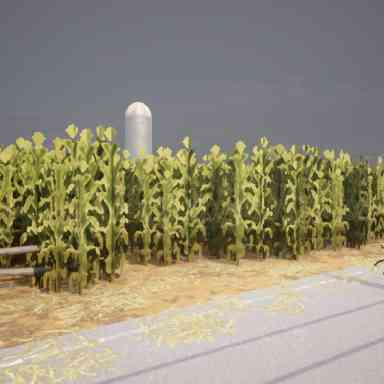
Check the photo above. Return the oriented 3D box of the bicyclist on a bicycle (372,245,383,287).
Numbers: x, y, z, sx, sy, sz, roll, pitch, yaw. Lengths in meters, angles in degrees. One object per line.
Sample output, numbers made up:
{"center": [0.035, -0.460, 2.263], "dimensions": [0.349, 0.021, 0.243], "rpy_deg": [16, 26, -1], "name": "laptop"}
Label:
{"center": [4.855, 1.455, 7.447], "dimensions": [0.582, 1.620, 1.656], "rpy_deg": [0, -2, -35], "name": "bicyclist on a bicycle"}
